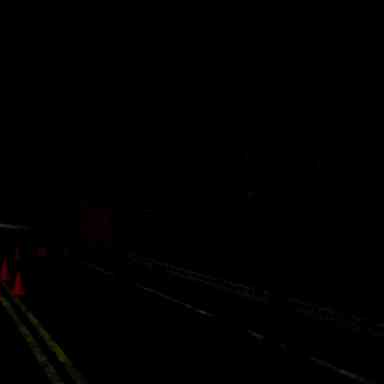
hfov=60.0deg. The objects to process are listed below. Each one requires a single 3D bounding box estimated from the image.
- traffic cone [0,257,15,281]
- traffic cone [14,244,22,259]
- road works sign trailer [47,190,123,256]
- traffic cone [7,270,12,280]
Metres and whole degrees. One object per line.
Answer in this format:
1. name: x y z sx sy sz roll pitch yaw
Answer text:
1. traffic cone: -5.575 2.302 9.918 0.340 0.580 0.340 3 -3 -37
2. traffic cone: -7.206 2.439 13.693 0.340 0.580 0.340 3 -3 -37
3. road works sign trailer: -4.908 1.330 15.256 2.880 2.380 3.560 -13 11 -13
4. traffic cone: -4.361 2.256 8.329 0.340 0.580 0.340 3 -3 -37
